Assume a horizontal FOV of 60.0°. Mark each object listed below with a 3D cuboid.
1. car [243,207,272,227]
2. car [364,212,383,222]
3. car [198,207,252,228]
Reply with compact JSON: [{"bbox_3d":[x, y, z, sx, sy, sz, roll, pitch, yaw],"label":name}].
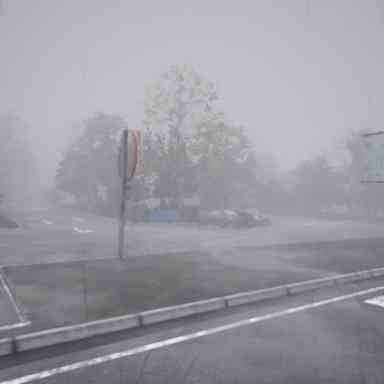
[{"bbox_3d":[4.943,2.132,29.690,2.185,1.767,4.553,3,-2,-35],"label":"car"},{"bbox_3d":[25.011,3.309,43.407,2.002,1.452,4.674,3,-2,-34],"label":"car"},{"bbox_3d":[2.366,2.168,27.835,2.002,1.452,4.674,3,-2,-35],"label":"car"}]
